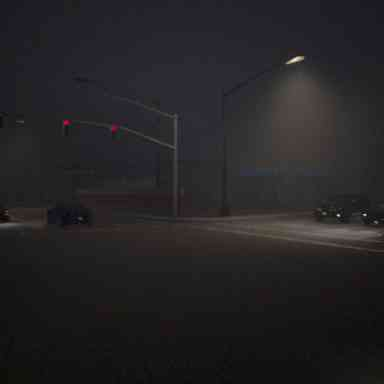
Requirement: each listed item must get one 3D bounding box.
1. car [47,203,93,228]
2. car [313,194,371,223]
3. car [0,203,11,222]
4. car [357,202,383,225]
[{"bbox_3d":[-8.223,1.445,22.158,1.882,1.535,5.008,0,0,-36],"label":"car"},{"bbox_3d":[11.455,1.147,25.014,5.566,2.045,2.150,0,0,-38],"label":"car"},{"bbox_3d":[-15.194,1.511,25.269,2.033,1.411,5.357,0,0,-38],"label":"car"},{"bbox_3d":[13.156,1.537,21.922,4.718,1.301,1.895,0,0,-37],"label":"car"}]
